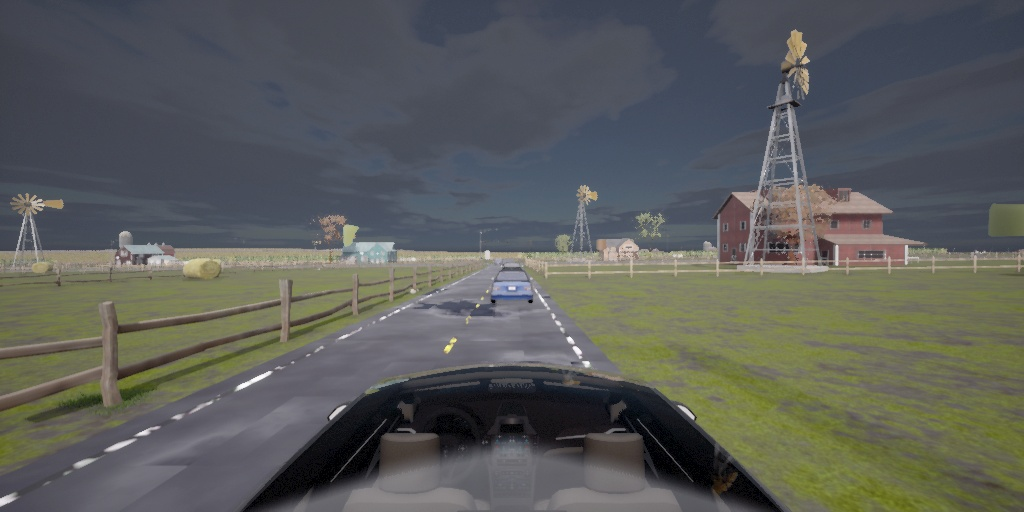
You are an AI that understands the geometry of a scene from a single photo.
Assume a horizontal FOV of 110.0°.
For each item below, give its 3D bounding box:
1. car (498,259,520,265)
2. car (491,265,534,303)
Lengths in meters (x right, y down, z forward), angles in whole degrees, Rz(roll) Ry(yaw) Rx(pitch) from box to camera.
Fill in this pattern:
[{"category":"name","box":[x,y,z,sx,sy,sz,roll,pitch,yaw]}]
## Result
[{"category":"car","box":[0.000,1.234,31.506,1.882,1.535,5.008,0,0,0]},{"category":"car","box":[0.000,1.310,16.503,2.033,1.411,5.357,0,0,0]}]
